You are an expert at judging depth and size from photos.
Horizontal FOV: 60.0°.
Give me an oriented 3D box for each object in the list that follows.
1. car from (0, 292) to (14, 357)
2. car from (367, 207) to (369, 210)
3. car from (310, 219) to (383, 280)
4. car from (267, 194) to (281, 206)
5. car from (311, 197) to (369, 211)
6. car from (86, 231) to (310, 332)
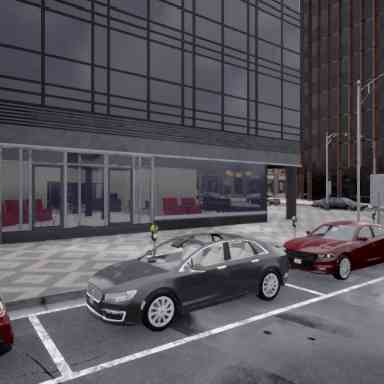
[{"bbox_3d":[-4.318,1.440,3.570,4.097,1.590,1.967,0,0,-36],"label":"car"},{"bbox_3d":[9.005,1.441,13.084,4.097,1.590,1.967,0,0,-36],"label":"car"},{"bbox_3d":[4.564,1.545,9.912,4.507,1.381,1.887,0,0,-36],"label":"car"},{"bbox_3d":[9.002,0.961,42.156,1.837,1.490,4.892,0,1,-36],"label":"car"},{"bbox_3d":[14.933,1.203,33.792,2.033,1.411,5.357,0,1,-41],"label":"car"},{"bbox_3d":[0.123,1.551,6.741,4.403,1.369,2.008,0,0,-36],"label":"car"}]
